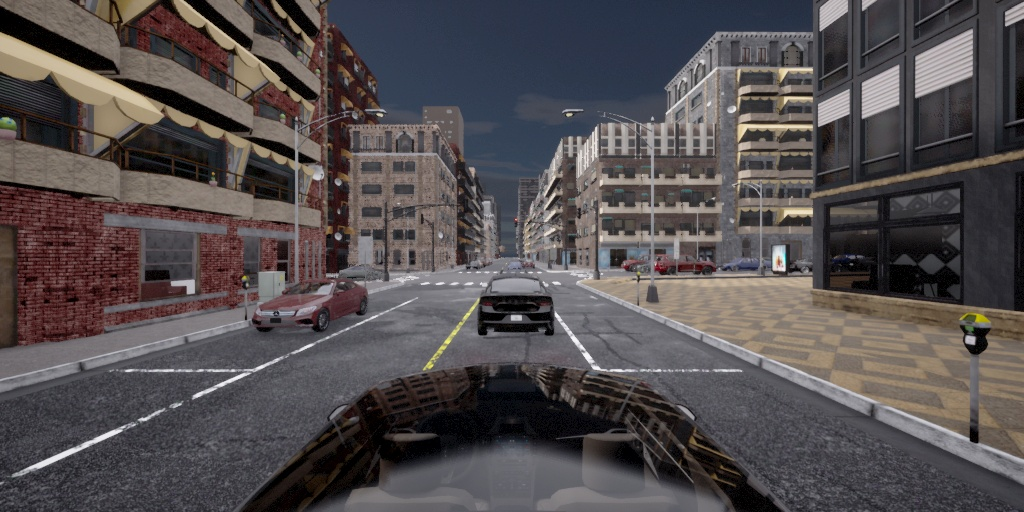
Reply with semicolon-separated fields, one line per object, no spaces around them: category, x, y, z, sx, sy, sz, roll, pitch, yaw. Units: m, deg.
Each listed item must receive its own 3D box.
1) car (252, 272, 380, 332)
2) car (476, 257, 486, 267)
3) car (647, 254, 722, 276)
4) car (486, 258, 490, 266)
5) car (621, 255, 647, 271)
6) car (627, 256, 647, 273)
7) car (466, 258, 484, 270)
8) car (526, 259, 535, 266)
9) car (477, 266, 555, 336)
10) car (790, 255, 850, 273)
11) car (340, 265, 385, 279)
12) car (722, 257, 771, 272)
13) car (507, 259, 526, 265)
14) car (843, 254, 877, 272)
car;-5.742;1.332;10.806;1.802;1.307;4.207;0;0;0
car;-5.690;1.293;58.342;1.751;1.417;4.829;0;0;0
car;14.710;0.778;30.785;5.009;1.841;2.192;0;0;0
car;-5.689;1.086;64.194;2.192;1.841;5.009;0;0;0
car;14.575;0.764;39.164;5.009;1.841;2.192;0;0;0
car;14.446;1.021;36.572;4.181;1.385;1.994;-1;0;-1
car;-5.689;1.330;52.829;1.948;1.339;4.313;0;0;0
car;2.691;1.207;58.513;1.967;1.591;4.097;0;0;0
car;0.099;1.227;10.465;1.882;1.535;5.008;0;0;0
car;25.803;0.822;30.881;4.313;1.339;1.948;0;0;0
car;-13.683;1.547;33.129;4.181;1.385;1.994;-1;0;0
car;23.841;0.829;36.654;5.357;1.411;2.033;-1;0;-1
car;0.274;1.309;47.312;2.033;1.411;5.357;0;0;-2
car;31.351;0.717;30.930;4.313;1.339;1.948;0;0;0
